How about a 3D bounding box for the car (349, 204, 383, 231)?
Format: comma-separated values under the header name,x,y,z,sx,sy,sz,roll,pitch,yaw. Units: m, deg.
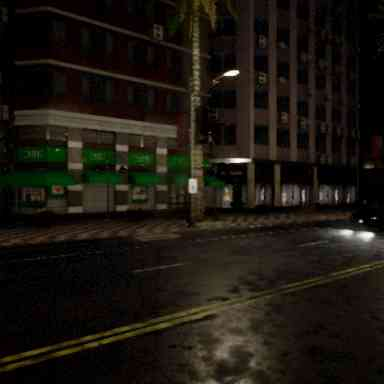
name,x,y,z,sx,sy,sz,roll,pitch,yaw
car,11.215,1.432,19.399,4.181,1.385,1.994,0,0,-25
